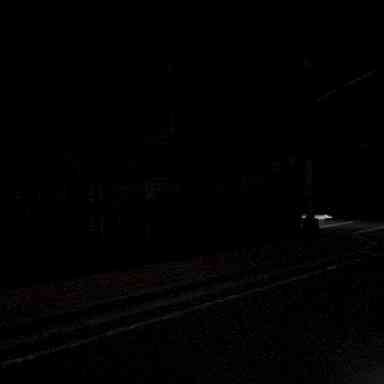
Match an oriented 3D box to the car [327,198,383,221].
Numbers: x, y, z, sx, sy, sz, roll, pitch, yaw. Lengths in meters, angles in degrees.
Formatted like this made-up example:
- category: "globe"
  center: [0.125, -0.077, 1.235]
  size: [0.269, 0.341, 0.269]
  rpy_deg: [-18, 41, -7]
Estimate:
- category: "car"
  center: [11.093, 1.076, 21.753]
  size: [1.994, 1.385, 4.181]
  rpy_deg: [-3, 1, -41]
